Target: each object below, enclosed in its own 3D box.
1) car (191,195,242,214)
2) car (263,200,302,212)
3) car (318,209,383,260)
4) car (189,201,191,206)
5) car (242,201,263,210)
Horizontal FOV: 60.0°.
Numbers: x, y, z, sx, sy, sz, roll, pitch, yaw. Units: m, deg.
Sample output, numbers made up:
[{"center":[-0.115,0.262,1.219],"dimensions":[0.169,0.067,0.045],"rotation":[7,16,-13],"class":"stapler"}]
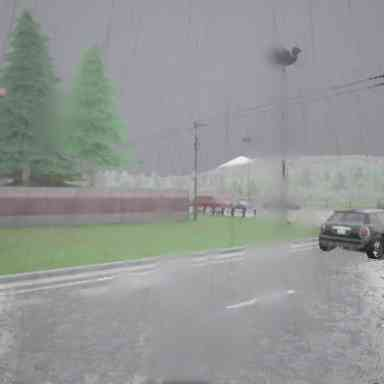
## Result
[{"center":[2.631,1.398,37.963],"dimensions":[2.150,2.045,5.566],"rotation":[1,0,-36],"class":"car"},{"center":[11.637,1.802,43.434],"dimensions":[2.033,1.411,5.357],"rotation":[1,0,-36],"class":"car"},{"center":[7.048,1.449,13.076],"dimensions":[4.553,1.767,2.097],"rotation":[1,0,-35],"class":"car"},{"center":[1.319,1.819,57.743],"dimensions":[1.994,1.385,4.181],"rotation":[1,0,-36],"class":"car"},{"center":[5.810,1.729,39.543],"dimensions":[1.812,1.442,4.674],"rotation":[1,0,-36],"class":"car"}]
